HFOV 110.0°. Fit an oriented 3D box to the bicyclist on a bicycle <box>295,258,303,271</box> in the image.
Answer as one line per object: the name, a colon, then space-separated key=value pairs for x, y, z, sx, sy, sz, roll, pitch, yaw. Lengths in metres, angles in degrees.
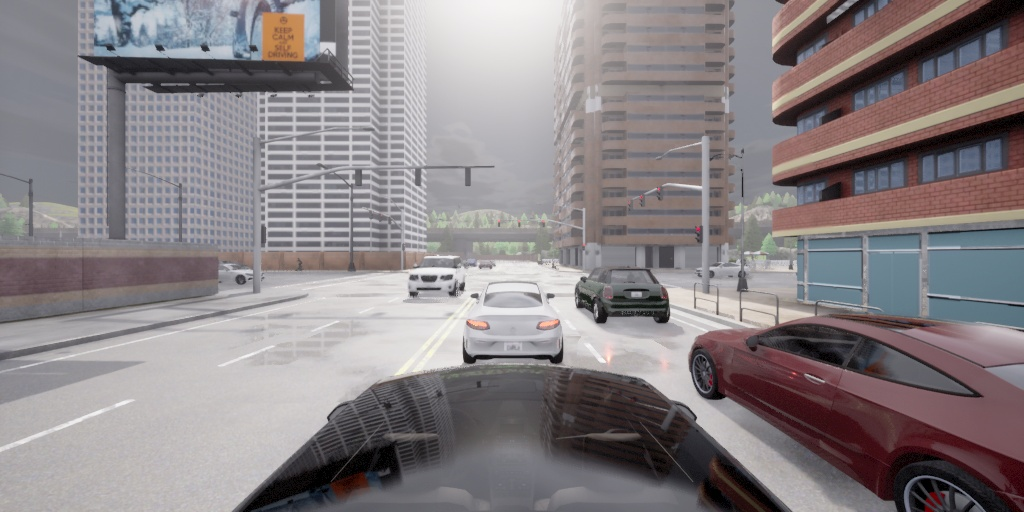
bicyclist on a bicycle: x=-25.974 y=1.050 z=43.763 sx=0.582 sy=1.620 sz=1.656 roll=0 pitch=0 yaw=0

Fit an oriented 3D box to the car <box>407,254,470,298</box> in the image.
car: x=-3.734 y=0.971 z=18.728 sx=2.150 sy=2.045 sz=5.566 roll=0 pitch=0 yaw=0

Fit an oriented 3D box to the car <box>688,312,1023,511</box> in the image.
car: x=3.580 y=1.276 z=3.498 sx=1.812 sy=1.442 sz=4.674 roll=0 pitch=0 yaw=0

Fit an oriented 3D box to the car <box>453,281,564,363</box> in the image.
car: x=0.017 y=1.276 z=8.001 sx=1.812 sy=1.442 sz=4.674 roll=0 pitch=0 yaw=0

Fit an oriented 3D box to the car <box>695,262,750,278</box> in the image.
car: x=19.387 y=1.275 z=33.079 sx=4.674 sy=1.442 sz=1.812 roll=0 pitch=0 yaw=0

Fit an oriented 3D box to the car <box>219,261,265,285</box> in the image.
car: x=-20.443 y=1.275 z=25.816 sx=4.674 sy=1.442 sz=1.812 roll=0 pitch=0 yaw=0

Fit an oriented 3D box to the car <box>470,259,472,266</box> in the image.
car: x=-7.498 y=1.227 z=52.986 sx=1.882 sy=1.535 sz=5.008 roll=0 pitch=0 yaw=0

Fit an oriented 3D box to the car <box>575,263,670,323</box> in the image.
car: x=3.499 y=1.102 z=12.217 sx=2.097 sy=1.767 sz=4.553 roll=0 pitch=0 yaw=0

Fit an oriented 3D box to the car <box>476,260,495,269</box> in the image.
car: x=-4.012 y=1.275 z=55.028 sx=1.812 sy=1.442 sz=4.674 roll=0 pitch=0 yaw=-1
